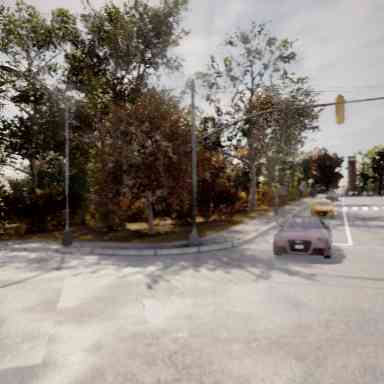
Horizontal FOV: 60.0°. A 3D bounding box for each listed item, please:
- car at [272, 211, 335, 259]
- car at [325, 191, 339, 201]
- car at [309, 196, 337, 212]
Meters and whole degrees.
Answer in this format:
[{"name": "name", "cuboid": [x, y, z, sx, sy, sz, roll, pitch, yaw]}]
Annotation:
[{"name": "car", "cuboid": [4.481, 1.684, 13.264, 1.994, 1.385, 4.181, -1, 0, 24]}, {"name": "car", "cuboid": [23.795, 0.632, 56.590, 2.097, 1.767, 4.553, -1, 1, 25]}, {"name": "car", "cuboid": [11.455, 1.422, 29.155, 1.882, 1.535, 5.008, -1, 1, 24]}]
